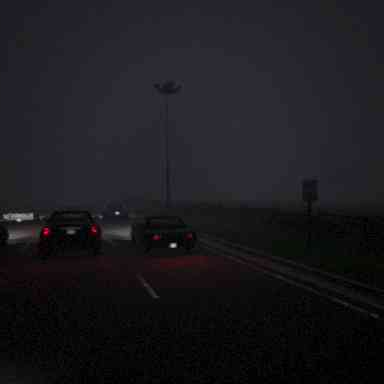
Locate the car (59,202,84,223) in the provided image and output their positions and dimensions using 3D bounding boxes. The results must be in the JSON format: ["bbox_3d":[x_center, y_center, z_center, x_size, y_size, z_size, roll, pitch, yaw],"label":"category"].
[{"bbox_3d":[-10.246,1.668,28.352,1.812,1.442,4.674,0,0,-19],"label":"car"}]

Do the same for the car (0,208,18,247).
[{"bbox_3d":[-8.211,1.565,12.411,2.128,1.511,4.902,0,0,-19],"label":"car"}]

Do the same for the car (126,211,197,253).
[{"bbox_3d":[-1.424,1.662,14.210,1.895,1.301,4.718,0,0,-19],"label":"car"}]

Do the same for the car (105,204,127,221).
[{"bbox_3d":[-6.751,1.700,28.971,1.994,1.385,4.181,0,0,-19],"label":"car"}]

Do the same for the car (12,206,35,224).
[{"bbox_3d":[-13.108,1.742,25.946,1.895,1.301,4.718,0,0,-19],"label":"car"}]

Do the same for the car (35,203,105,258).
[{"bbox_3d":[-4.894,1.419,13.526,2.097,1.767,4.553,0,0,-19],"label":"car"}]
